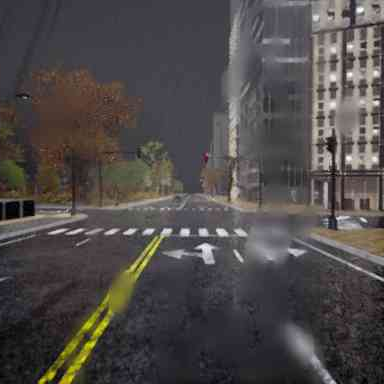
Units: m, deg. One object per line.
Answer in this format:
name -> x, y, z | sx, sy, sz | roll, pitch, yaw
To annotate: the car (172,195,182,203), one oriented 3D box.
car -> -3.223, 1.526, 73.045 | 1.837, 1.490, 4.892 | 0, 0, 0
